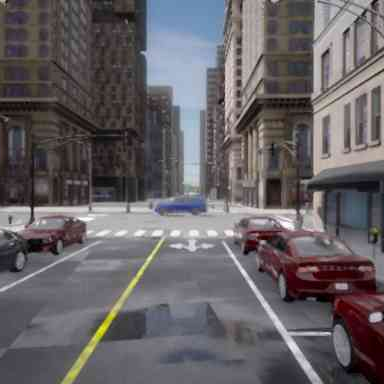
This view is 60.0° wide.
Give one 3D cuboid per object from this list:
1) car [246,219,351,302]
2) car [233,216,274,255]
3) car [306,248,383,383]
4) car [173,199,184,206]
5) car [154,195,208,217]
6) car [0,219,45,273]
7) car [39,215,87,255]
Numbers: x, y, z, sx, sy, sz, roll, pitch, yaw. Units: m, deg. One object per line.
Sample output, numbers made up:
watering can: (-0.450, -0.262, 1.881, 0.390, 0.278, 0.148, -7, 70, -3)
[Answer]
car: (2.755, 1.625, 8.368, 1.887, 1.381, 4.507, -1, -1, 0)
car: (2.757, 1.677, 13.874, 1.887, 1.381, 4.507, -1, -1, 0)
car: (2.753, 1.573, 2.863, 1.887, 1.381, 4.507, -1, -1, 0)
car: (-2.910, 2.221, 71.334, 2.033, 1.411, 5.357, 0, -1, 0)
car: (-1.129, 1.502, 34.835, 5.566, 2.045, 2.150, 1, 0, 0)
car: (-5.770, 1.632, 8.372, 2.008, 1.369, 4.403, -1, -1, 0)
car: (-5.768, 1.678, 13.877, 1.887, 1.381, 4.507, -1, -1, 0)
